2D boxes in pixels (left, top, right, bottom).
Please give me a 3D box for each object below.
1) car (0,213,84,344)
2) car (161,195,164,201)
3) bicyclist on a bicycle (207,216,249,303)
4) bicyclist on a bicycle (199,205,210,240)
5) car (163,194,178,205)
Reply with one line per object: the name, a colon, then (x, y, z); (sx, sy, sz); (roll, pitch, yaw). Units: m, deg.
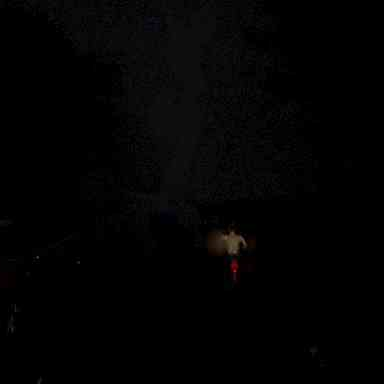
car: (-3.692, 1.352, 6.347); (2.097, 1.767, 4.553); (0, 0, -1)
car: (-5.779, 1.240, 73.430); (2.033, 1.411, 5.357); (0, 1, -9)
bicyclist on a bicycle: (0.857, 1.436, 7.249); (0.866, 1.612, 1.509); (0, 0, -1)
bicyclist on a bicycle: (0.628, 1.451, 16.131); (0.582, 1.620, 1.656); (0, 0, -2)
car: (-3.391, 1.387, 56.664); (2.033, 1.411, 5.357); (0, 0, -7)
